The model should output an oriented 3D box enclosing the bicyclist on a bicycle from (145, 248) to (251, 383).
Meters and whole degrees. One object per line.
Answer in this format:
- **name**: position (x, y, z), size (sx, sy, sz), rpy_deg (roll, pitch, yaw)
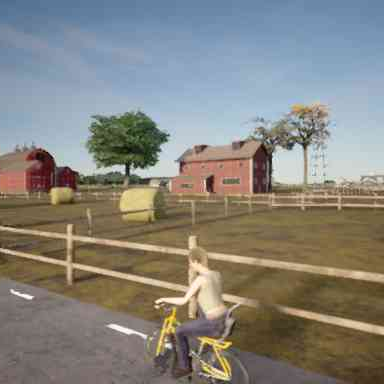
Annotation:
- **bicyclist on a bicycle**: position (0.001, 1.443, 3.846), size (1.509, 1.612, 0.866), rpy_deg (0, 0, 36)
